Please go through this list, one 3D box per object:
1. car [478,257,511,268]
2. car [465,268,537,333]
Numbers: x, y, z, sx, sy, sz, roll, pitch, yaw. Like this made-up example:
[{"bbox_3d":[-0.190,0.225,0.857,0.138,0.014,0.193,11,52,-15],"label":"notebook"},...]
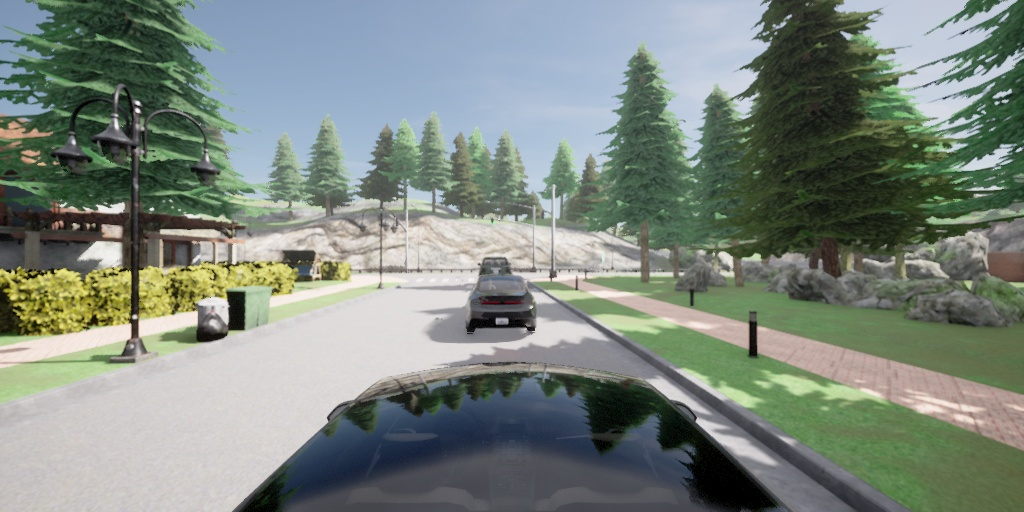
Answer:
[{"bbox_3d":[-1.211,1.074,25.196,2.150,2.045,5.566,0,0,-4],"label":"car"},{"bbox_3d":[-0.358,1.297,10.939,1.837,1.490,4.892,0,0,-3],"label":"car"}]
